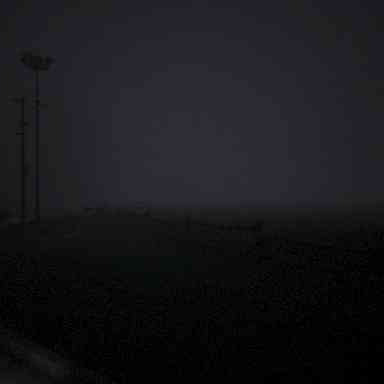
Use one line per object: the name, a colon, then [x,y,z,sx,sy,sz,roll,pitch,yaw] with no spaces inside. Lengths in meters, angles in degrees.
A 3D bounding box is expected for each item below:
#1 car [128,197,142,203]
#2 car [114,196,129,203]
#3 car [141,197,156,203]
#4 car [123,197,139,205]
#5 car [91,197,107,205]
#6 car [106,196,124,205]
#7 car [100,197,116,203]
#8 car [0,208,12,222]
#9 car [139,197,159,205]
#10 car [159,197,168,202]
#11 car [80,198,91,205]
car: [-14.111,1.966,82.156,1.994,1.385,4.181,-1,0,10]
car: [-17.563,1.800,82.743,2.097,1.767,4.553,-1,0,10]
car: [-10.666,1.923,81.540,2.033,1.411,5.357,-1,0,10]
car: [-12.407,1.848,71.801,2.097,1.767,4.553,-1,0,10]
car: [-19.389,2.028,72.514,1.882,1.535,5.008,-1,0,10]
car: [-15.943,2.069,71.898,2.033,1.411,5.357,-1,0,10]
car: [-21.002,2.016,83.387,2.033,1.411,5.357,-1,0,10]
car: [-16.109,1.783,26.158,1.837,1.490,4.892,-2,0,-3]
car: [-9.053,1.934,70.667,1.882,1.535,5.008,-1,0,10]
car: [-7.215,1.947,80.954,1.895,1.301,4.718,-1,0,10]
car: [-22.834,2.081,73.129,1.837,1.490,4.892,-1,0,10]
